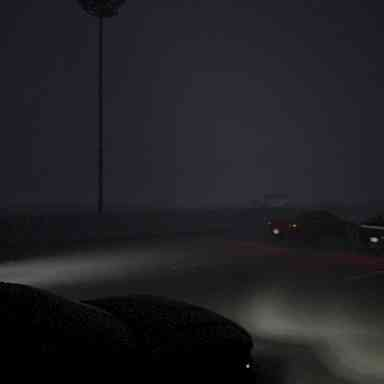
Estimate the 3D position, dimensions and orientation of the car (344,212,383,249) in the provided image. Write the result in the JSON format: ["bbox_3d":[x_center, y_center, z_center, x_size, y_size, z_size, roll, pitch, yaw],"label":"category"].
[{"bbox_3d":[8.569,1.475,12.984,4.902,1.511,2.128,0,0,-30],"label":"car"}]

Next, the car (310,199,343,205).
[{"bbox_3d":[16.152,1.504,40.007,4.181,1.385,1.994,0,0,-22],"label":"car"}]

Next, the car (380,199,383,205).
[{"bbox_3d":[23.069,1.503,35.225,5.357,1.411,2.033,0,0,-20],"label":"car"}]

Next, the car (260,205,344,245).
[{"bbox_3d":[5.579,1.502,15.322,4.674,1.442,1.812,0,0,-30],"label":"car"}]

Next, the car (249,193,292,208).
[{"bbox_3d":[9.760,1.153,41.136,5.566,2.045,2.150,0,0,-24],"label":"car"}]

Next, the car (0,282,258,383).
[{"bbox_3d":[-1.671,1.471,2.461,5.008,1.535,1.882,0,0,-35],"label":"car"}]

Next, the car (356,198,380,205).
[{"bbox_3d":[20.900,1.474,38.116,4.674,1.442,1.812,0,0,-20],"label":"car"}]
